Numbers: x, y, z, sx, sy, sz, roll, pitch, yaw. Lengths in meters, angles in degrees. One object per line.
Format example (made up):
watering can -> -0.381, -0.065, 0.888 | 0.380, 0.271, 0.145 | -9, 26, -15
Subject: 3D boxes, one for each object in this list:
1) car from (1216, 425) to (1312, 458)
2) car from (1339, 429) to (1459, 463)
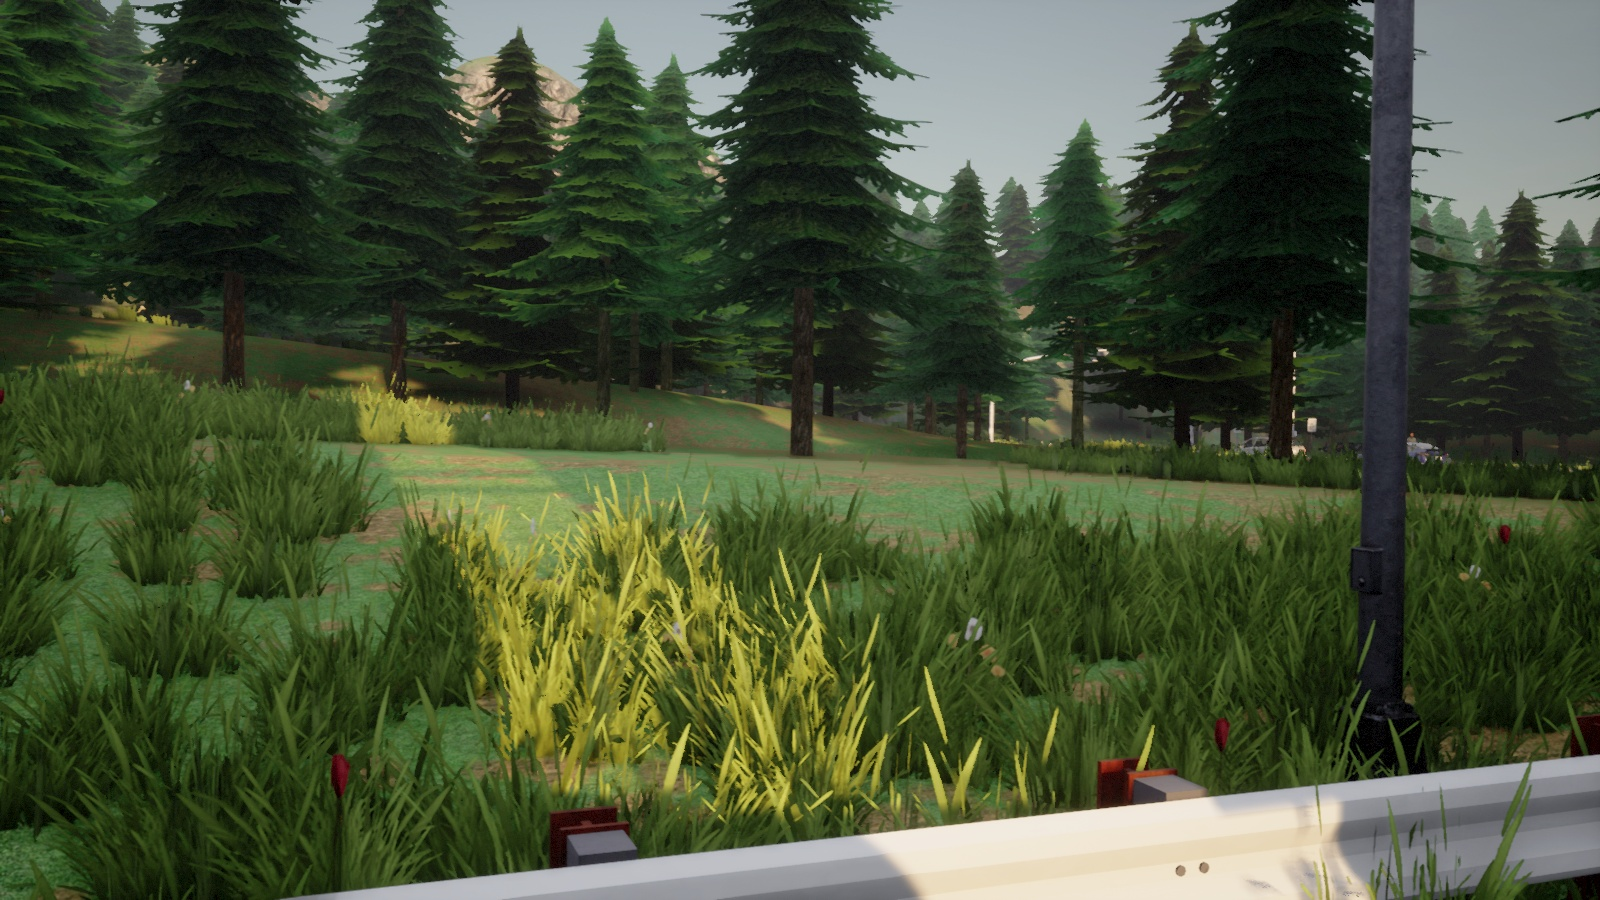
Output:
car -> 24.148, -0.474, 65.480 | 2.242, 1.667, 4.611 | -1, 1, -20
car -> 27.145, -0.215, 57.097 | 2.163, 1.488, 4.792 | -1, 1, -20
